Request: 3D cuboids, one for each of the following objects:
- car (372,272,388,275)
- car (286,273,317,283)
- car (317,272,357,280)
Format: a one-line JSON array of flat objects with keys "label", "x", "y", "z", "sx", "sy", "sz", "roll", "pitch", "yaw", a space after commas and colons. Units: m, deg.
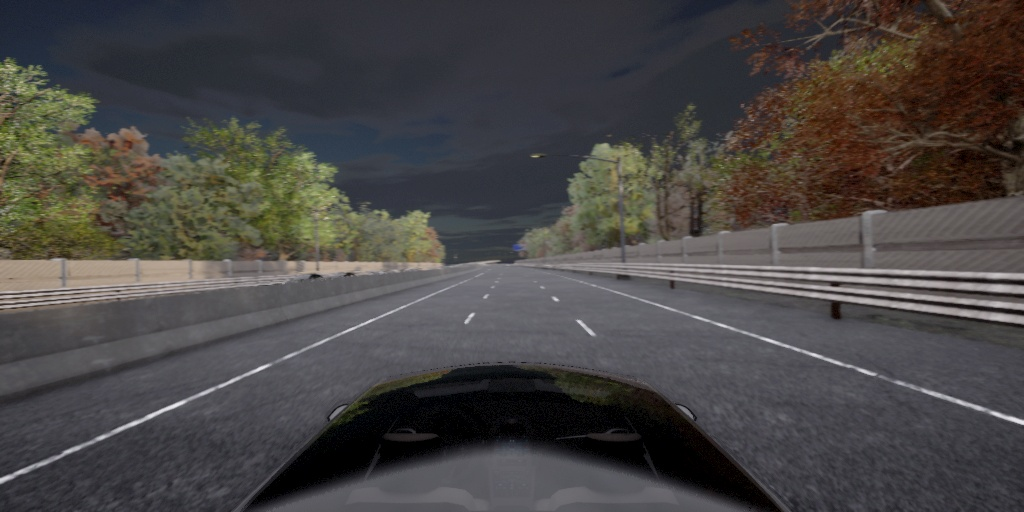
[{"label": "car", "x": -13.803, "y": 2.353, "z": 37.560, "sx": 1.994, "sy": 1.385, "sz": 4.181, "roll": -2, "pitch": -1, "yaw": 0}, {"label": "car", "x": -20.796, "y": 2.551, "z": 36.300, "sx": 1.837, "sy": 1.490, "sz": 4.892, "roll": -2, "pitch": -1, "yaw": 0}, {"label": "car", "x": -17.301, "y": 2.412, "z": 36.436, "sx": 1.837, "sy": 1.490, "sz": 4.892, "roll": -2, "pitch": -1, "yaw": 0}]
